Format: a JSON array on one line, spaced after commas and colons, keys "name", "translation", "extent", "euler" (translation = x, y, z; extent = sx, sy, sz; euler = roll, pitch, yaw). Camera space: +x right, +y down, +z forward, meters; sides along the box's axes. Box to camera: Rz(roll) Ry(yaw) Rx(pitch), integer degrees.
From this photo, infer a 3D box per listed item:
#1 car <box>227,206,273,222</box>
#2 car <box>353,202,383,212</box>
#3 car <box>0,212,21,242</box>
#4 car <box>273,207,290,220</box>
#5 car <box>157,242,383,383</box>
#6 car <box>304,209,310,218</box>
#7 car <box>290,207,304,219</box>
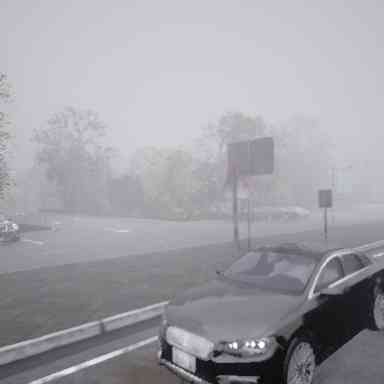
[{"name": "car", "translation": [5.879, 2.469, 35.940], "extent": [2.002, 1.452, 4.674], "euler": [1, -2, -45]}, {"name": "car", "translation": [33.027, 3.041, 62.785], "extent": [2.097, 1.535, 5.008], "euler": [1, -2, -45]}, {"name": "car", "translation": [-11.447, 1.918, 18.859], "extent": [2.185, 1.767, 4.553], "euler": [1, -2, -45]}, {"name": "car", "translation": [8.210, 2.482, 38.243], "extent": [2.231, 1.521, 4.892], "euler": [1, -2, -45]}, {"name": "car", "translation": [1.648, 1.644, 5.427], "extent": [4.902, 1.511, 2.128], "euler": [1, -2, -45]}, {"name": "car", "translation": [12.774, 2.623, 42.759], "extent": [2.002, 1.452, 4.674], "euler": [1, -2, -45]}, {"name": "car", "translation": [10.529, 2.533, 40.552], "extent": [2.097, 1.535, 5.008], "euler": [1, -2, -45]}]
